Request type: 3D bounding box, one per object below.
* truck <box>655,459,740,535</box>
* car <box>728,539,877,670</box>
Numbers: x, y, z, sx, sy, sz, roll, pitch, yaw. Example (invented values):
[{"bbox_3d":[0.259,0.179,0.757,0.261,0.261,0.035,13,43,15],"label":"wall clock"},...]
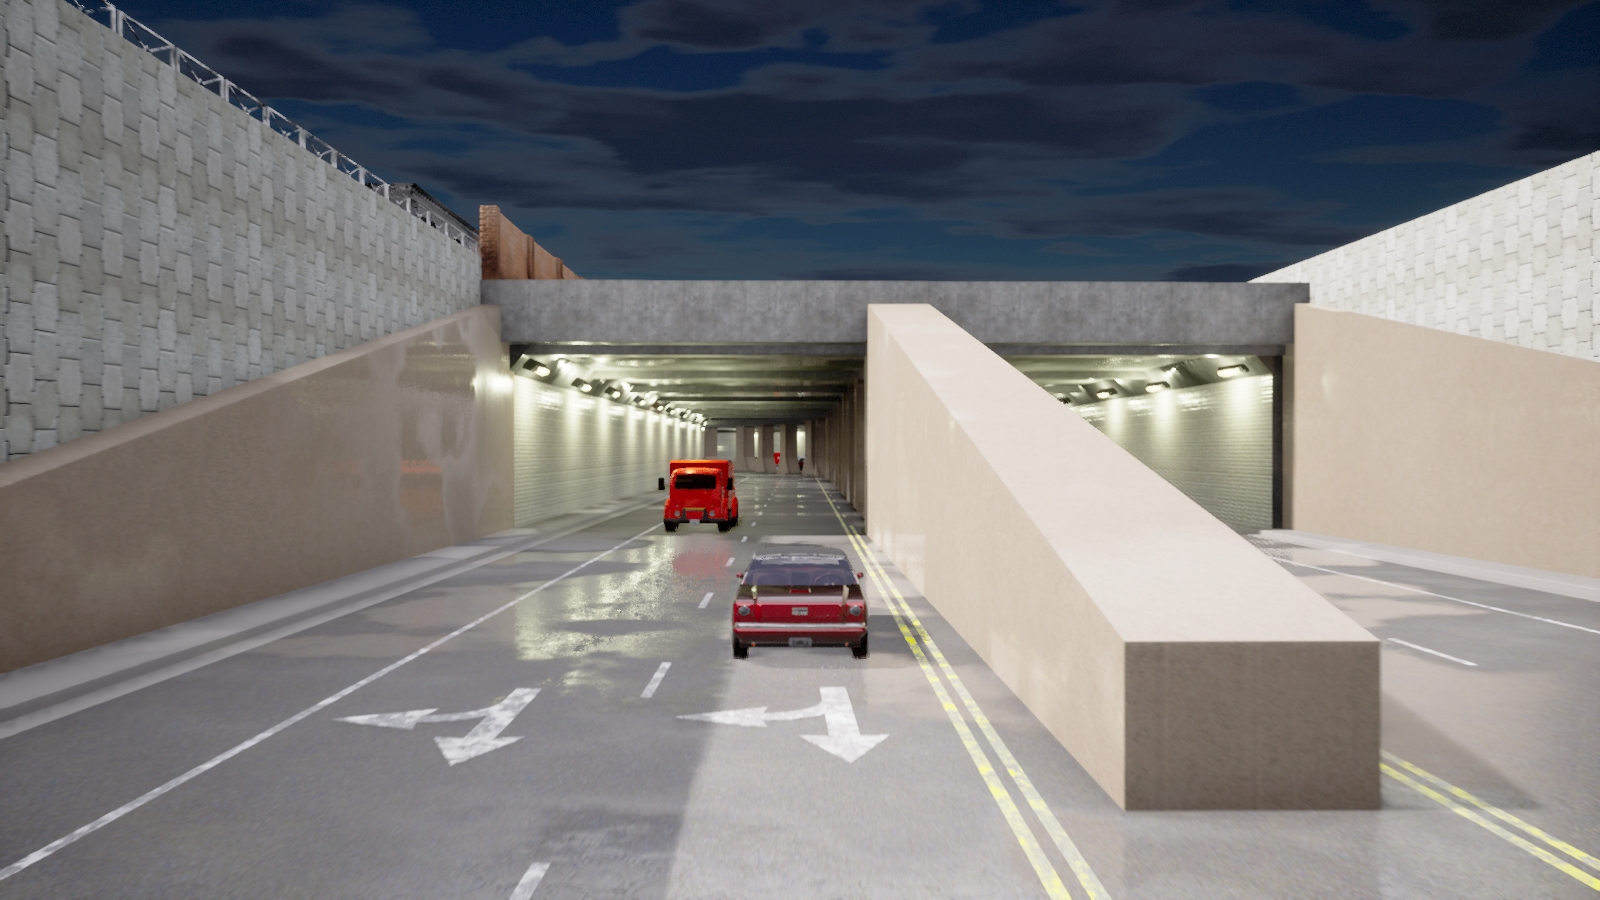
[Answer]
[{"bbox_3d":[-3.519,1.575,40.345,2.627,2.467,5.204,0,0,-1],"label":"truck"},{"bbox_3d":[0.034,2.158,16.974,1.895,1.301,4.718,0,0,0],"label":"car"}]
